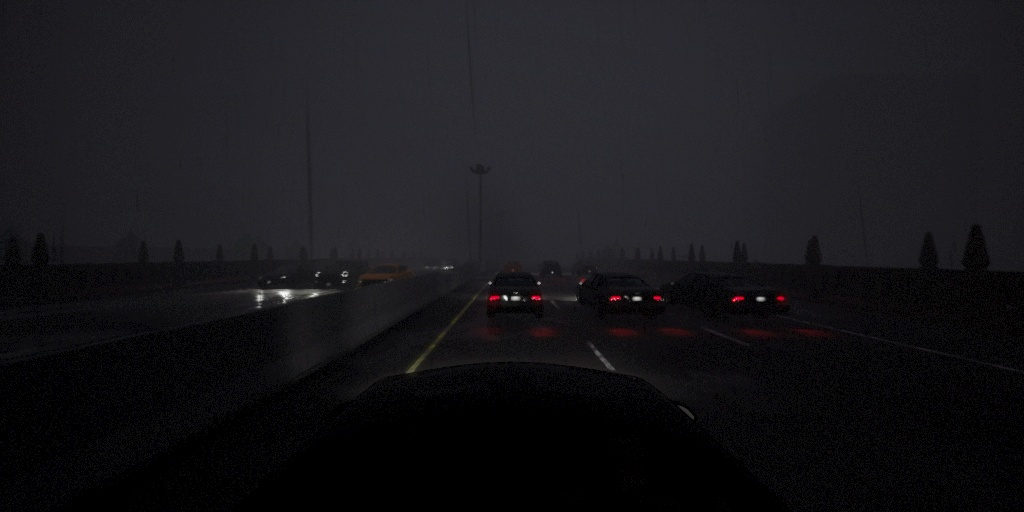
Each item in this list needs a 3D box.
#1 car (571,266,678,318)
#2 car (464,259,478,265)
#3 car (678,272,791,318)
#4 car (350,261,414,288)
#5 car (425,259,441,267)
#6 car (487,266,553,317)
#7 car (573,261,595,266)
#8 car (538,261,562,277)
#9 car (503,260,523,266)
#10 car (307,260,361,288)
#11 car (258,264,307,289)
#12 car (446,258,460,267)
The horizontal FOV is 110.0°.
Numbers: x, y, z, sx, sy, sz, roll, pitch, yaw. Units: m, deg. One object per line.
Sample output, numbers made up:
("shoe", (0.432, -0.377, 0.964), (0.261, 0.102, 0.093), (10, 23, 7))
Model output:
("car", (3.603, 1.271, 12.838), (2.033, 1.411, 5.357), (0, 0, 0))
("car", (-7.021, 1.211, 61.688), (1.895, 1.301, 4.718), (0, 0, 1))
("car", (7.103, 1.271, 12.748), (2.033, 1.411, 5.357), (0, 0, 0))
("car", (-7.094, 1.184, 20.585), (1.882, 1.535, 5.008), (0, 0, 0))
("car", (-14.002, 1.153, 63.939), (2.033, 1.411, 5.357), (0, 0, 0))
("car", (0.103, 1.271, 12.944), (2.033, 1.411, 5.357), (0, 0, 0))
("car", (7.096, 1.197, 35.136), (1.812, 1.442, 4.674), (0, 0, 0))
("car", (3.609, 1.179, 34.134), (1.837, 1.490, 4.892), (0, 0, 0))
("car", (0.109, 1.148, 35.744), (1.882, 1.535, 5.008), (0, 0, 0))
("car", (-10.593, 1.053, 22.938), (2.097, 1.767, 4.553), (0, 0, 0))
("car", (-14.086, 1.226, 23.090), (1.812, 1.442, 4.674), (0, 0, 0))
("car", (-10.502, 1.098, 63.871), (2.128, 1.511, 4.902), (0, 0, 1))
